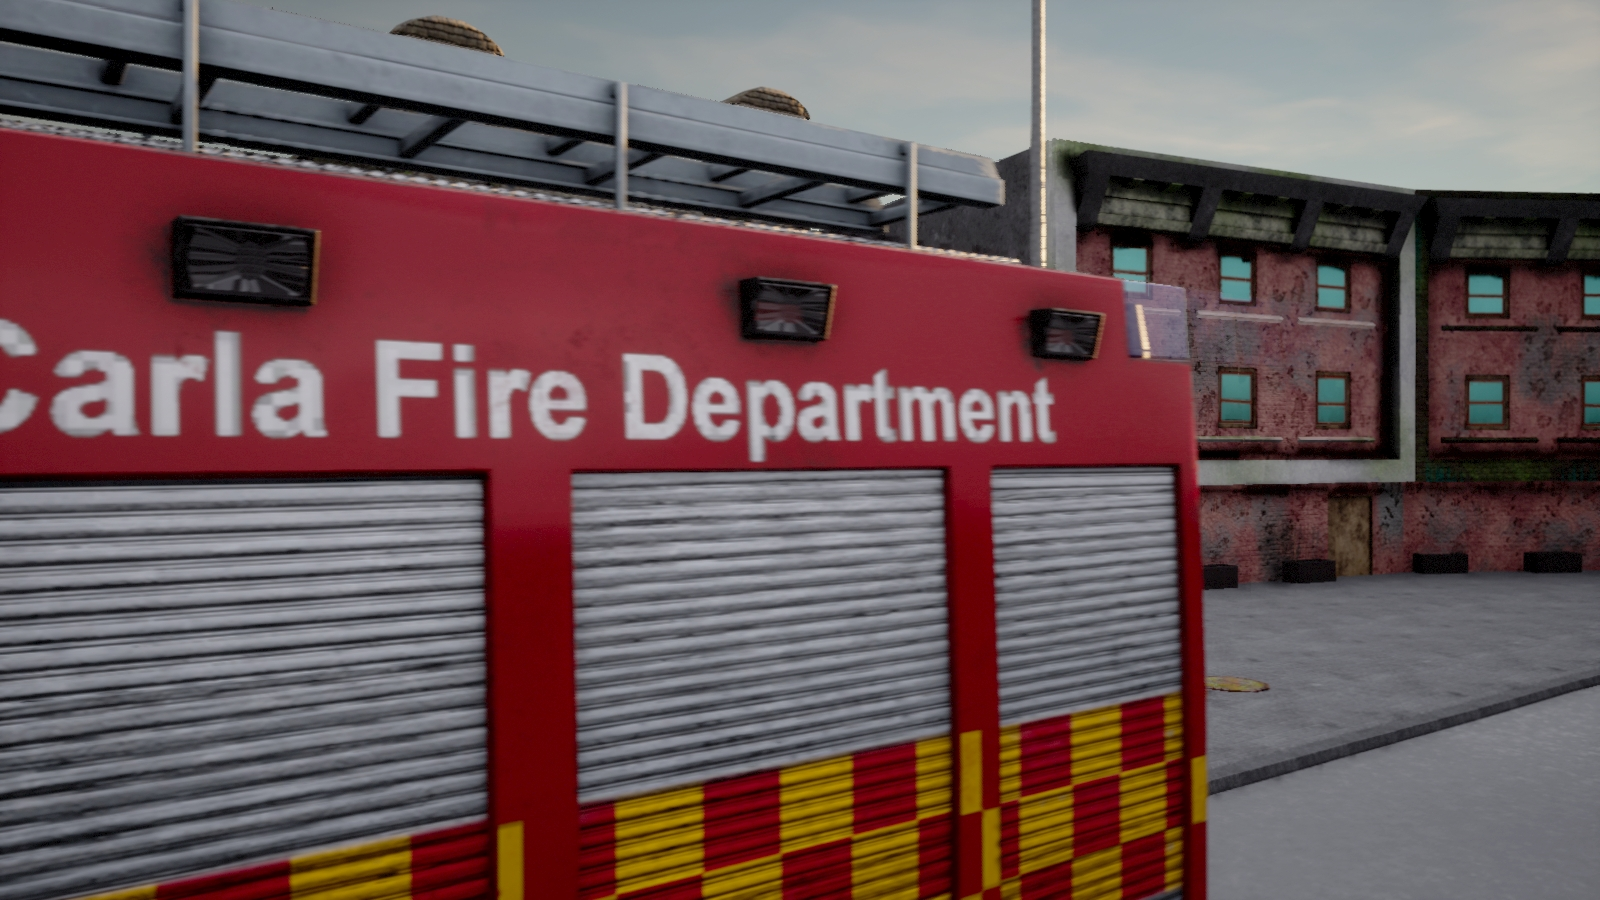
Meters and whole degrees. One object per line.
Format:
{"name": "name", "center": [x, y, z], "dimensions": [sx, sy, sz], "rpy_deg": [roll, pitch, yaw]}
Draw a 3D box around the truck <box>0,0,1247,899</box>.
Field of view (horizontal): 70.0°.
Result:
{"name": "truck", "center": [-2.805, 0.671, 2.498], "dimensions": [8.468, 3.827, 2.891], "rpy_deg": [0, 0, -36]}
